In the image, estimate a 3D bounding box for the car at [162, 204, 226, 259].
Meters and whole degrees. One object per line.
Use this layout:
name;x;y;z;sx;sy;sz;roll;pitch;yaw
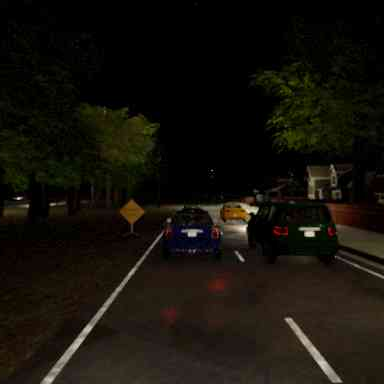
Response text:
car;0.015;1.483;13.407;2.097;1.767;4.553;0;-1;0

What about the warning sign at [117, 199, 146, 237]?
warning sign;-3.047;1.280;16.871;1.300;1.860;1.060;0;0;0

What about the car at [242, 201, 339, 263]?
car;3.507;1.349;12.561;2.150;2.045;5.566;0;0;0

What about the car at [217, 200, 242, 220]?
car;3.520;1.737;29.212;1.882;1.535;5.008;0;0;0
